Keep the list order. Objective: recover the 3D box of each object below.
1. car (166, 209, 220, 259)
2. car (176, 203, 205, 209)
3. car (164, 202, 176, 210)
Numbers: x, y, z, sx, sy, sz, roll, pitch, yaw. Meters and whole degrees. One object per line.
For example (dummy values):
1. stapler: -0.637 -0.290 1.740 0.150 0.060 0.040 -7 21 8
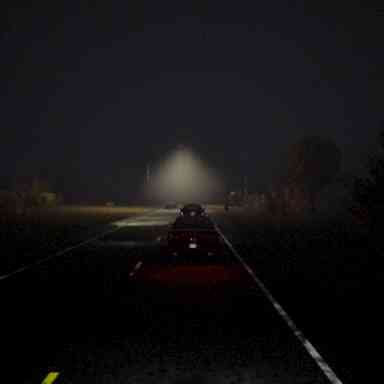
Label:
1. car: 0.052 1.662 13.495 1.882 1.535 5.008 0 -1 0
2. car: 0.044 1.724 27.210 2.097 1.767 4.553 0 -1 1
3. car: -3.567 2.356 56.928 1.994 1.385 4.181 0 -1 0
